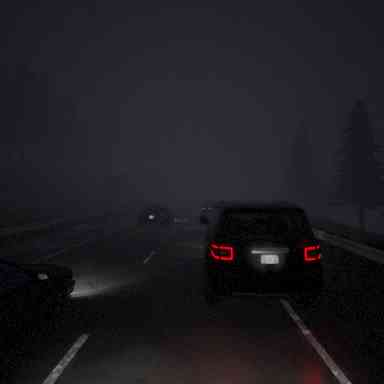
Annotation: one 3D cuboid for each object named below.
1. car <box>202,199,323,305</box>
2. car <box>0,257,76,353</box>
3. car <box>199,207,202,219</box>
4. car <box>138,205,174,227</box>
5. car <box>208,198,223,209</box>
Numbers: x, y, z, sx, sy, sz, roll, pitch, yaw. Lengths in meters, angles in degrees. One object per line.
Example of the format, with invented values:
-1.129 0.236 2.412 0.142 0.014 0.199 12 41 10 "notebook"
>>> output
1.389 1.224 8.267 2.150 2.045 5.566 0 0 2 "car"
-3.313 1.547 4.250 2.033 1.411 5.357 0 0 1 "car"
1.911 1.546 32.743 2.033 1.411 5.357 0 0 6 "car"
-2.411 1.563 22.982 1.994 1.385 4.181 0 0 4 "car"
3.364 1.598 46.654 1.895 1.301 4.718 0 0 7 "car"
